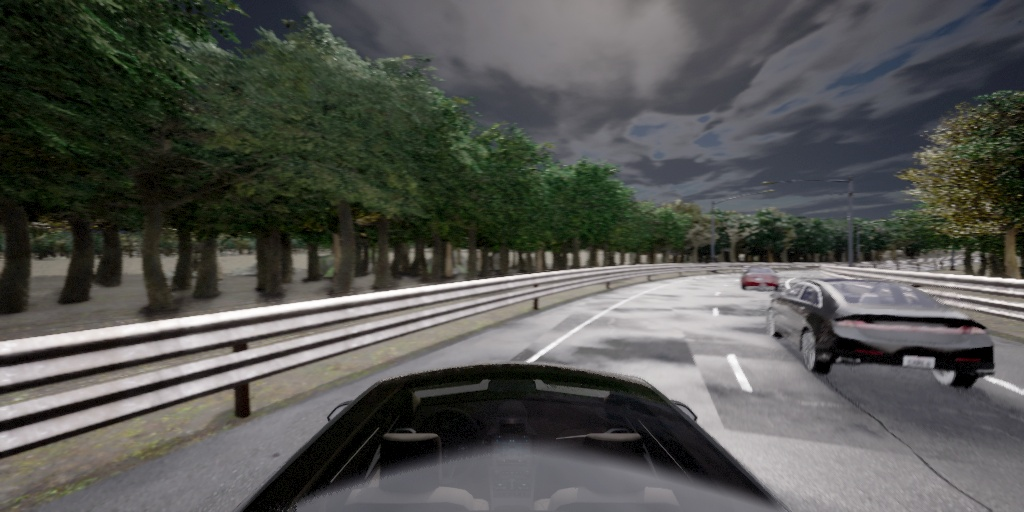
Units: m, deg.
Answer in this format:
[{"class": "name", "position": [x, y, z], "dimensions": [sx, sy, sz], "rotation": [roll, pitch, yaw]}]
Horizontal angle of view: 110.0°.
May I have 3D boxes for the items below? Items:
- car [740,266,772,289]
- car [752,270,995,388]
[{"class": "car", "position": [15.566, 1.333, 22.546], "dimensions": [1.994, 1.385, 4.181], "rotation": [-1, -1, 34]}, {"class": "car", "position": [6.403, 1.186, 6.911], "dimensions": [2.128, 1.511, 4.902], "rotation": [-1, 0, 26]}]
